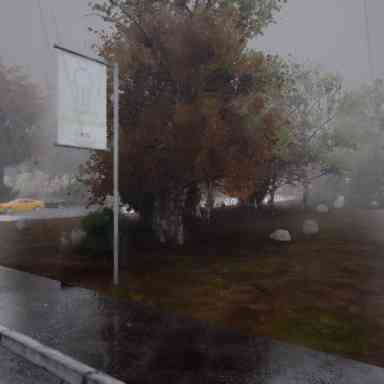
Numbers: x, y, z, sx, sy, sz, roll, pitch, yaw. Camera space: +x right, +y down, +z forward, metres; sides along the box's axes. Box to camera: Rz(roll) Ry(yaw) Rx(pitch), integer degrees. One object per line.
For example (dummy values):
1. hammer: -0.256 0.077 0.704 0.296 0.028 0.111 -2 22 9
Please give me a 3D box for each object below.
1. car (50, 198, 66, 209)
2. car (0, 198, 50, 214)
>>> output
1. car: -18.545 1.495 42.324 1.837 1.490 4.892 0 0 38
2. car: -18.778 1.474 36.417 1.882 1.535 5.008 0 1 39
